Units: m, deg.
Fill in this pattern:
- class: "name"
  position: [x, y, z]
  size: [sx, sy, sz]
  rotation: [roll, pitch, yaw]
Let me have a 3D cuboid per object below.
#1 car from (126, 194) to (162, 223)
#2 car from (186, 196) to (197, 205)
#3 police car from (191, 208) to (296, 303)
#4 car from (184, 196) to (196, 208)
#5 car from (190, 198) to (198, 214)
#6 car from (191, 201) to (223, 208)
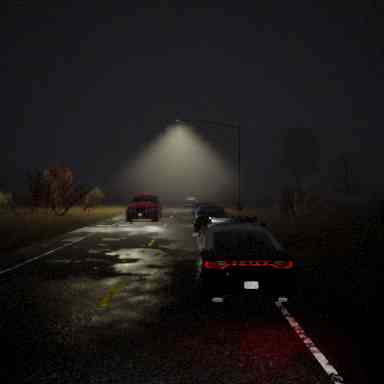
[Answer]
- class: "car"
  position: [-3.560, 1.191, 25.540]
  size: [2.150, 2.045, 5.566]
  rotation: [0, 0, 0]
- class: "car"
  position: [-0.148, 1.407, 59.117]
  size: [1.812, 1.442, 4.674]
  rotation: [0, 0, 0]
- class: "police car"
  position: [1.030, 1.419, 8.388]
  size: [1.930, 1.638, 5.238]
  rotation: [0, 0, 0]
- class: "car"
  position: [-0.075, 1.415, 45.783]
  size: [2.128, 1.511, 4.902]
  rotation: [0, 0, 0]
- class: "car"
  position: [0.993, 1.450, 24.281]
  size: [1.882, 1.535, 5.008]
  rotation: [0, 0, 0]
- class: "car"
  position: [1.007, 1.488, 18.279]
  size: [1.837, 1.490, 4.892]
  rotation: [0, 0, 0]
